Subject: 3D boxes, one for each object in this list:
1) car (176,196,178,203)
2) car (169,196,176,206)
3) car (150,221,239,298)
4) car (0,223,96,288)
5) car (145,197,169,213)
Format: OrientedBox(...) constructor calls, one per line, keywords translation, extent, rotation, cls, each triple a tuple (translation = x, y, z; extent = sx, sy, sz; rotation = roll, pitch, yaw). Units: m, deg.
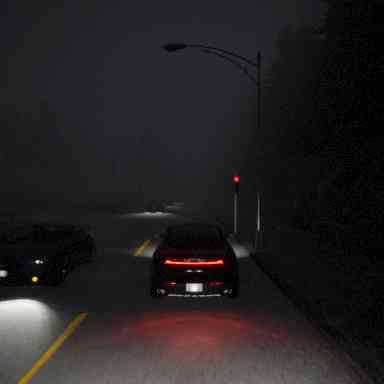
OrientedBox(translation=(-3.982, 1.477, 69.224), extent=(1.882, 1.535, 5.008), rotation=(0, 0, 0), cls="car")
OrientedBox(translation=(-4.077, 1.477, 53.643), extent=(1.882, 1.535, 5.008), rotation=(0, 0, 0), cls="car")
OrientedBox(translation=(0.061, 1.505, 8.523), extent=(1.837, 1.490, 4.892), rotation=(0, 0, 0), cls="car")
OrientedBox(translation=(-4.098, 1.564, 9.140), extent=(1.994, 1.385, 4.181), rotation=(0, 0, 0), cls="car")
OrientedBox(translation=(-4.089, 1.564, 37.499), extent=(1.994, 1.385, 4.181), rotation=(0, 0, 0), cls="car")
